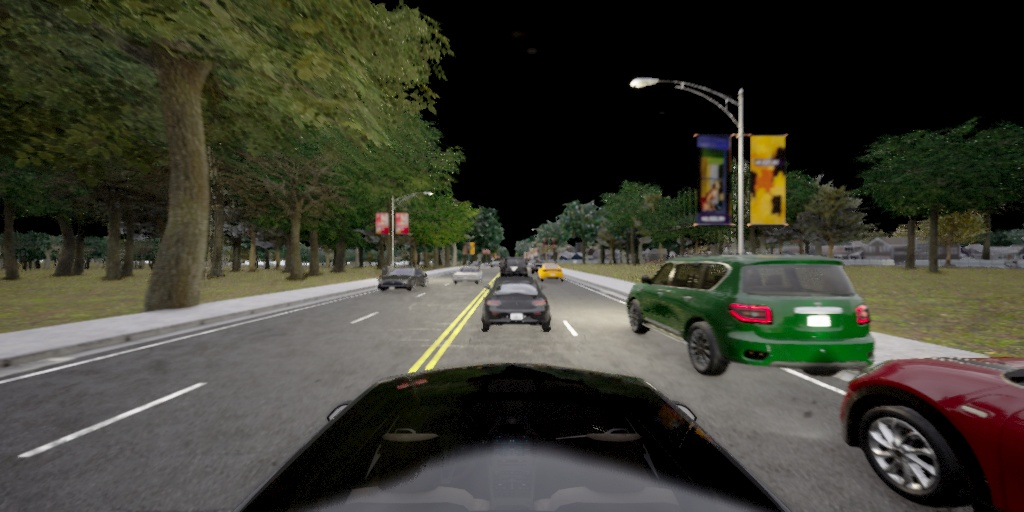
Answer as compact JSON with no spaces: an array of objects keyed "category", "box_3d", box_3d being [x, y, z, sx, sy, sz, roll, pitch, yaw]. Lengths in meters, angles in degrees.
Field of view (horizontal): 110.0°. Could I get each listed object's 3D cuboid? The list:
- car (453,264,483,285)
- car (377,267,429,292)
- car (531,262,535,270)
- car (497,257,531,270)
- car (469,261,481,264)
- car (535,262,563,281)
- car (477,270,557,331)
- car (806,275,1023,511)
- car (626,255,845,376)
[{"category":"car","box_3d":[-3.310,1.480,27.560,1.895,1.301,4.718,0,0,0]},{"category":"car","box_3d":[-6.568,1.393,22.271,2.033,1.411,5.357,0,0,0]},{"category":"car","box_3d":[3.357,1.512,46.218,1.837,1.490,4.892,0,0,1]},{"category":"car","box_3d":[0.142,1.115,29.590,2.150,2.045,5.566,0,0,0]},{"category":"car","box_3d":[-6.434,1.628,63.348,1.837,1.490,4.892,0,0,1]},{"category":"car","box_3d":[3.341,1.387,31.686,1.882,1.535,5.008,0,0,0]},{"category":"car","box_3d":[0.113,1.317,11.005,1.812,1.442,4.674,0,0,0]},{"category":"car","box_3d":[4.222,1.103,1.563,2.097,1.767,4.553,0,0,0]},{"category":"car","box_3d":[4.232,1.003,7.623,2.150,2.045,5.566,0,0,0]}]
